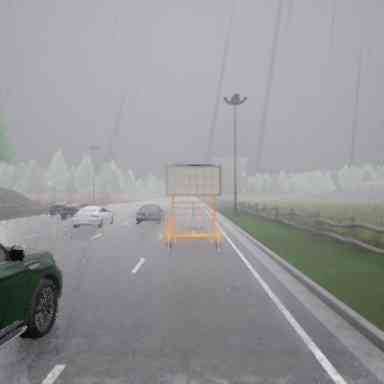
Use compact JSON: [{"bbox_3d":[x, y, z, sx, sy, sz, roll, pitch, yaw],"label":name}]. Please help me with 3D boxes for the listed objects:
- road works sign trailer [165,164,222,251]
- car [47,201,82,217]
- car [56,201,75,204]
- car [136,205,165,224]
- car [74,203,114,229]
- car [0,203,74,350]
[{"bbox_3d":[0.073,0.576,14.631,2.380,3.560,2.880,0,0,0],"label":"road works sign trailer"},{"bbox_3d":[-13.728,1.790,36.118,1.837,1.490,4.892,0,0,0],"label":"car"},{"bbox_3d":[-10.255,1.742,30.157,1.837,1.490,4.892,0,0,0],"label":"car"},{"bbox_3d":[-3.271,1.754,26.858,2.033,1.411,5.357,0,0,0],"label":"car"},{"bbox_3d":[-6.785,1.706,23.093,1.812,1.442,4.674,0,0,0],"label":"car"},{"bbox_3d":[-3.379,1.251,3.534,2.150,2.045,5.566,0,-1,0],"label":"car"}]
